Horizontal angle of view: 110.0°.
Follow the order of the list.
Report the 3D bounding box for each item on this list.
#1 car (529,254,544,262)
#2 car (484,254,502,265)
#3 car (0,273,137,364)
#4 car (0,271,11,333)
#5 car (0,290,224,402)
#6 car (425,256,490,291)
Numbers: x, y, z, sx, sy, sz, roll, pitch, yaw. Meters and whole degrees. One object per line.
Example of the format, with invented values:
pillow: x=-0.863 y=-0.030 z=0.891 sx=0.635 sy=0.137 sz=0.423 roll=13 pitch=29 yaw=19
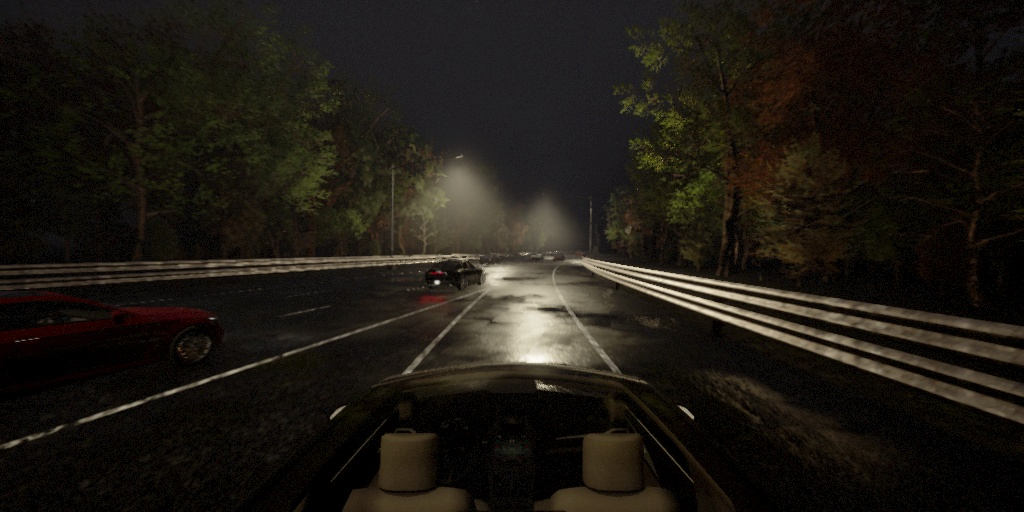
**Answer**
car: x=4.375 y=0.343 z=62.980 sx=1.895 sy=1.301 sz=4.718 roll=1 pitch=1 yaw=14
car: x=-2.871 y=0.486 z=48.514 sx=2.033 sy=1.411 sz=5.357 roll=1 pitch=1 yaw=14
car: x=-10.048 y=1.168 z=5.682 sx=2.033 sy=1.411 sz=5.357 roll=1 pitch=1 yaw=14
car: x=-13.443 y=1.098 z=6.536 sx=1.812 sy=1.442 sz=4.674 roll=1 pitch=1 yaw=14
car: x=-6.658 y=1.186 z=4.829 sx=1.812 sy=1.442 sz=4.674 roll=1 pitch=1 yaw=14
car: x=-2.980 y=0.964 z=19.432 sx=1.837 sy=1.490 sz=4.892 roll=1 pitch=1 yaw=14
